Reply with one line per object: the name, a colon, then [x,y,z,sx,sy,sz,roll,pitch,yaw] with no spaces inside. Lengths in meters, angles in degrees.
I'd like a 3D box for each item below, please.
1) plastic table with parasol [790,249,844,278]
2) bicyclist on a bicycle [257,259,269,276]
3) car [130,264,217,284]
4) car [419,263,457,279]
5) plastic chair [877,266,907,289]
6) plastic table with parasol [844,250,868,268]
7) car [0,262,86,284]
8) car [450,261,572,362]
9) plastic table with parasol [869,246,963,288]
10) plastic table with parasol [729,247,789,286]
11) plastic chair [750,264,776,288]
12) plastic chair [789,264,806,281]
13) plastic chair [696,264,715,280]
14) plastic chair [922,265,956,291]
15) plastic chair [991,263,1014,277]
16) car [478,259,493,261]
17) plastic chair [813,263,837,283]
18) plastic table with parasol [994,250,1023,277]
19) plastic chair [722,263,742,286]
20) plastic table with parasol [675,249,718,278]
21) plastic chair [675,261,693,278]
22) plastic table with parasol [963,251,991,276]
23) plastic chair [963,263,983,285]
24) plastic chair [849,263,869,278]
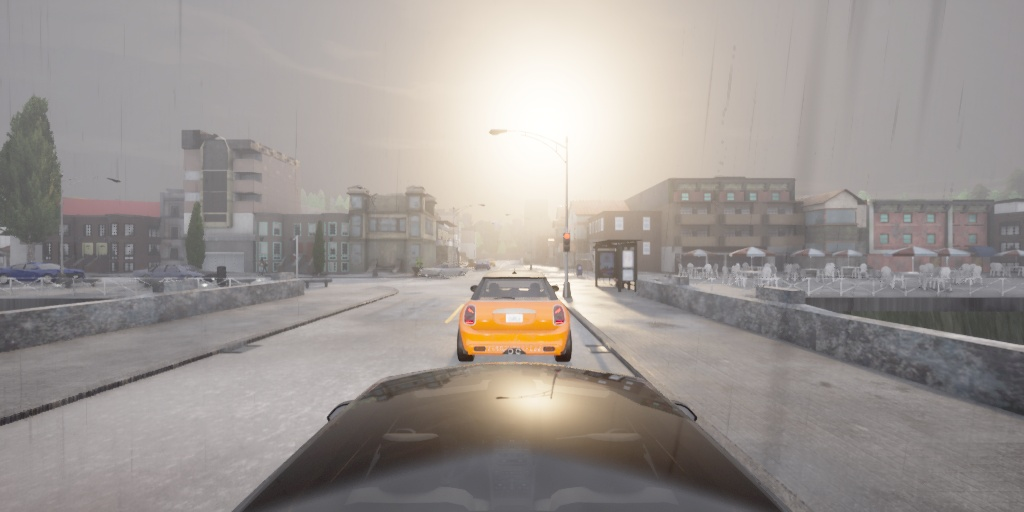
plastic table with parasol: [22.903,0.668,27.481,2.482,2.480,2.482,0,0,0]
bicyclist on a bicycle: [-24.014,1.090,34.583,0.582,1.620,1.656,0,0,0]
car: [-24.466,1.291,26.184,5.357,1.411,2.033,0,0,0]
car: [-6.105,1.343,32.400,1.895,1.301,4.718,0,0,31]
plastic chair: [22.602,1.274,21.331,0.730,1.272,0.750,0,0,0]
plastic table with parasol: [30.234,0.667,32.199,2.482,2.480,2.482,0,0,0]
car: [-34.322,1.221,26.195,5.008,1.535,1.882,0,0,0]
car: [0.061,1.100,8.375,2.097,1.767,4.553,0,0,1]
plastic table with parasol: [23.802,0.670,21.281,2.482,2.480,2.482,0,0,0]
plastic table with parasol: [15.172,0.670,22.693,2.482,2.480,2.482,0,0,0]
plastic chair: [15.002,1.274,21.433,0.750,1.272,0.730,0,0,0]
plastic chair: [21.703,1.272,27.532,0.730,1.272,0.750,0,0,0]
plastic chair: [15.804,1.272,29.233,0.750,1.272,0.730,0,0,0]
plastic chair: [23.701,1.274,19.931,0.750,1.272,0.730,0,0,0]
plastic chair: [45.505,1.271,33.325,0.730,1.272,0.750,0,0,0]
car: [-4.091,1.214,51.054,1.882,1.535,5.008,0,0,0]
plastic chair: [22.803,1.273,26.131,0.750,1.272,0.730,0,0,0]
plastic table with parasol: [46.705,0.667,33.205,2.482,2.480,2.482,0,0,0]
plastic chair: [13.902,1.274,22.834,0.730,1.272,0.750,0,0,0]
plastic table with parasol: [15.924,0.668,30.513,2.482,2.480,2.482,0,0,0]
plastic chair: [14.704,1.272,30.633,0.730,1.272,0.750,0,0,0]
plastic table with parasol: [30.513,0.669,25.109,2.482,2.480,2.482,0,0,0]
plastic chair: [30.502,1.273,23.829,0.750,1.272,0.730,0,0,0]
plastic chair: [29.904,1.272,30.829,0.750,1.272,0.730,0,0,0]
